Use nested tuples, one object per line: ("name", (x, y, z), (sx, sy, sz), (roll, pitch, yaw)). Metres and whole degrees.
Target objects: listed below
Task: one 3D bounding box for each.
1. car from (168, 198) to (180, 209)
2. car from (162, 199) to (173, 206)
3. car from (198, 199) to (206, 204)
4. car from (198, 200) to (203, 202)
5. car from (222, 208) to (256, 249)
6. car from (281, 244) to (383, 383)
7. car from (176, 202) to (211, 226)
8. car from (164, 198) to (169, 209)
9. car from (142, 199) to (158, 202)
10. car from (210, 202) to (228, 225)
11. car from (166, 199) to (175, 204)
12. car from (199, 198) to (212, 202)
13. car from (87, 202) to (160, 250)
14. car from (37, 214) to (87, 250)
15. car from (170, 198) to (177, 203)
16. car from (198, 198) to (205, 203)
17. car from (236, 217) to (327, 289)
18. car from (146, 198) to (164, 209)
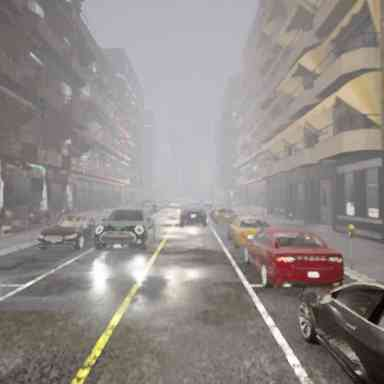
("car", (-2.810, 2.135, 55.364), (1.895, 1.301, 4.718), (0, -1, 0))
("car", (-5.270, 2.241, 71.631), (1.887, 1.381, 4.507), (1, -1, 0))
("car", (2.577, 2.435, 88.671), (1.947, 1.339, 4.313), (1, -1, 0))
("car", (0.095, 2.005, 42.090), (1.895, 1.301, 4.718), (0, -1, 0))
("car", (2.575, 1.669, 15.124), (1.752, 1.417, 4.829), (1, -1, 0))
("car", (2.574, 1.601, 3.613), (1.947, 1.339, 4.313), (1, -1, 0))
("car", (0.102, 1.749, 25.755), (2.163, 1.488, 4.792), (0, -1, 0))
("car", (-5.282, 2.109, 54.619), (1.802, 1.307, 4.206), (1, -1, 0))
("car", (-5.310, 1.884, 37.438), (1.752, 1.417, 4.829), (1, -1, 0))
("car", (2.576, 1.778, 26.465), (1.752, 1.417, 4.829), (1, -1, 0))
("car", (-5.270, 2.362, 82.972), (2.008, 1.369, 4.403), (1, -1, 0))
("car", (2.576, 2.078, 54.647), (2.008, 1.369, 4.403), (1, -1, 0))
("car", (-2.850, 1.494, 14.939), (2.097, 1.767, 4.553), (0, -1, 0))
("car", (-5.305, 1.693, 14.925), (2.008, 1.369, 4.403), (1, -1, 0))
("car", (-5.269, 2.472, 94.313), (1.887, 1.381, 4.507), (1, -1, 0))
("car", (2.578, 2.472, 94.341), (1.887, 1.381, 4.507), (1, -1, 0))
("car", (2.575, 1.634, 9.283), (1.887, 1.381, 4.507), (1, -1, 0))
("car", (-5.310, 1.731, 43.280), (2.192, 1.841, 5.009), (1, -1, 0))
